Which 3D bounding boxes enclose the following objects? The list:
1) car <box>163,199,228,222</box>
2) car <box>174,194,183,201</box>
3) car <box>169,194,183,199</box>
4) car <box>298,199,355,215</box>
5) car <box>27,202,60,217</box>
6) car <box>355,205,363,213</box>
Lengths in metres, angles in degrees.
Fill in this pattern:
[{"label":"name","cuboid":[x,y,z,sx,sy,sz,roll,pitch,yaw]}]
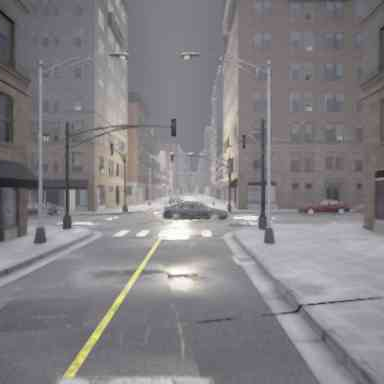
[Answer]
[{"label":"car","cuboid":[0.255,1.510,25.010,4.892,1.490,1.837,0,0,0]},{"label":"car","cuboid":[-2.975,1.227,73.401,1.882,1.535,5.008,0,0,0]},{"label":"car","cuboid":[-3.013,1.390,58.075,1.994,1.385,4.181,0,0,1]},{"label":"car","cuboid":[12.149,1.366,30.774,4.507,1.381,1.887,-1,0,0]},{"label":"car","cuboid":[-14.614,1.635,30.974,4.403,1.369,2.008,-1,0,0]},{"label":"car","cuboid":[17.471,1.295,30.734,4.829,1.417,1.752,-1,0,0]}]
